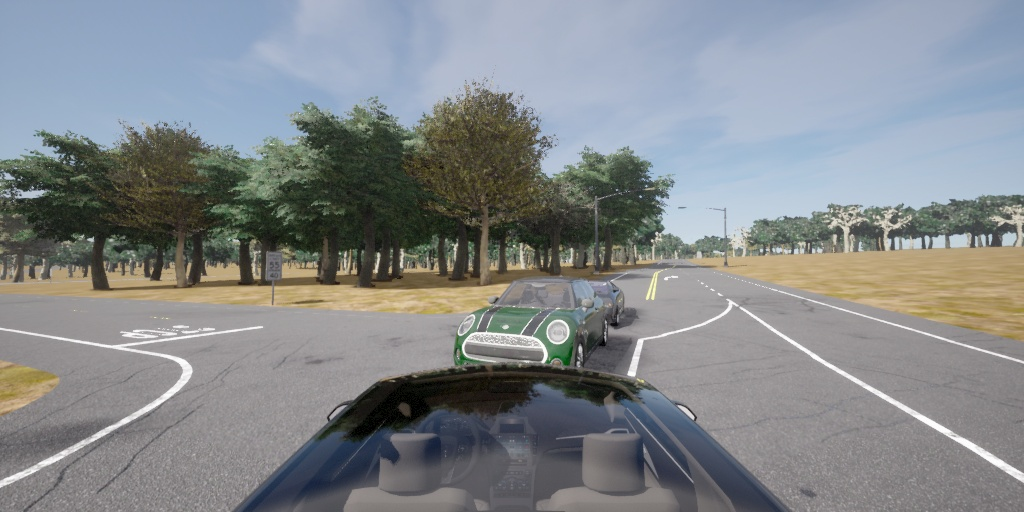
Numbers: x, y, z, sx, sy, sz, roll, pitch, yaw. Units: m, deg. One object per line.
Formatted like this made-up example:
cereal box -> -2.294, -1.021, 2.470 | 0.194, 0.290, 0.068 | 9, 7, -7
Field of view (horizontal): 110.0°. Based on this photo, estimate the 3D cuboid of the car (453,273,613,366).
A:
car -> 0.678, 1.222, 7.468 | 2.097, 1.767, 4.553 | -1, -2, 22

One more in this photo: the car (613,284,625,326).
car -> 2.901, 1.554, 12.901 | 1.994, 1.385, 4.181 | -2, 0, 22
